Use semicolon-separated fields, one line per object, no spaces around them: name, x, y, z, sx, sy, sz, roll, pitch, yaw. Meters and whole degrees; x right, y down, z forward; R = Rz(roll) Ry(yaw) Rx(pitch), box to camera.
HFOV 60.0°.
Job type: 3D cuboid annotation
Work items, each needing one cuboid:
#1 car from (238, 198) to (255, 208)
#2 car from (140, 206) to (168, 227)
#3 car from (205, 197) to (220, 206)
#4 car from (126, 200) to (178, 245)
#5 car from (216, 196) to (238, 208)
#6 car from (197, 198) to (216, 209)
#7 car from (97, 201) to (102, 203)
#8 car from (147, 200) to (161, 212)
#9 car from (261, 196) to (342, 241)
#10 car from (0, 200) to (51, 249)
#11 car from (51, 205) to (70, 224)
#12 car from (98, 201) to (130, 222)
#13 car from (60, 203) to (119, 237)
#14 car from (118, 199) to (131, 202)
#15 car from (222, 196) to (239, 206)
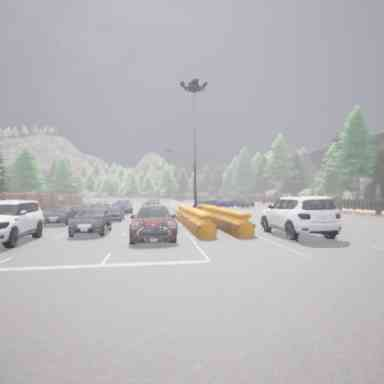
car;8.293;1.652;51.575;2.128;1.511;4.902;-1;0;-7
car;-2.896;1.770;25.209;1.895;1.301;4.718;-1;0;-7
car;3.688;1.742;60.650;1.882;1.535;5.008;-1;0;-7
car;-1.869;1.463;16.280;2.097;1.767;4.553;-1;0;-7
car;4.979;1.673;50.296;1.882;1.535;5.008;-1;0;-7
car;1.637;1.723;48.741;2.128;1.511;4.902;-1;0;-7
car;-11.036;1.886;34.790;1.994;1.385;4.181;-1;0;-6
car;-5.146;1.824;45.051;1.812;1.442;4.674;-1;0;-7
car;5.387;1.244;17.107;2.150;2.045;5.566;-1;0;-8
car;-8.871;1.420;15.898;2.150;2.045;5.566;-1;0;-7
car;-10.004;1.754;25.753;2.128;1.511;4.902;-1;0;-7
car;-6.852;1.786;28.963;2.033;1.411;5.357;-1;0;-6
car;-5.737;1.667;19.272;2.128;1.511;4.902;-1;0;-7
car;-7.960;1.654;38.693;2.097;1.767;4.553;-1;0;-6
car;7.114;1.577;61.460;2.097;1.767;4.553;-1;0;-7
